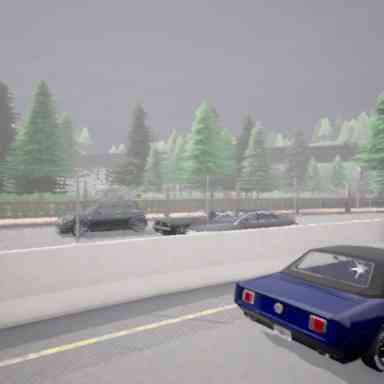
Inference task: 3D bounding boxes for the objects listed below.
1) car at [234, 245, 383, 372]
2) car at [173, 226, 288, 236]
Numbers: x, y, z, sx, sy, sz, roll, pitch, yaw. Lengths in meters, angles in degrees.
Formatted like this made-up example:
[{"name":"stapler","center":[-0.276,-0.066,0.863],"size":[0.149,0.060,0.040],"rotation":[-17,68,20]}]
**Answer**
[{"name":"car","center":[3.096,1.580,5.589],"size":[4.718,1.301,1.895],"rotation":[0,0,-32]},{"name":"car","center":[2.029,1.436,13.254],"size":[4.902,1.511,2.128],"rotation":[0,0,-30]}]
